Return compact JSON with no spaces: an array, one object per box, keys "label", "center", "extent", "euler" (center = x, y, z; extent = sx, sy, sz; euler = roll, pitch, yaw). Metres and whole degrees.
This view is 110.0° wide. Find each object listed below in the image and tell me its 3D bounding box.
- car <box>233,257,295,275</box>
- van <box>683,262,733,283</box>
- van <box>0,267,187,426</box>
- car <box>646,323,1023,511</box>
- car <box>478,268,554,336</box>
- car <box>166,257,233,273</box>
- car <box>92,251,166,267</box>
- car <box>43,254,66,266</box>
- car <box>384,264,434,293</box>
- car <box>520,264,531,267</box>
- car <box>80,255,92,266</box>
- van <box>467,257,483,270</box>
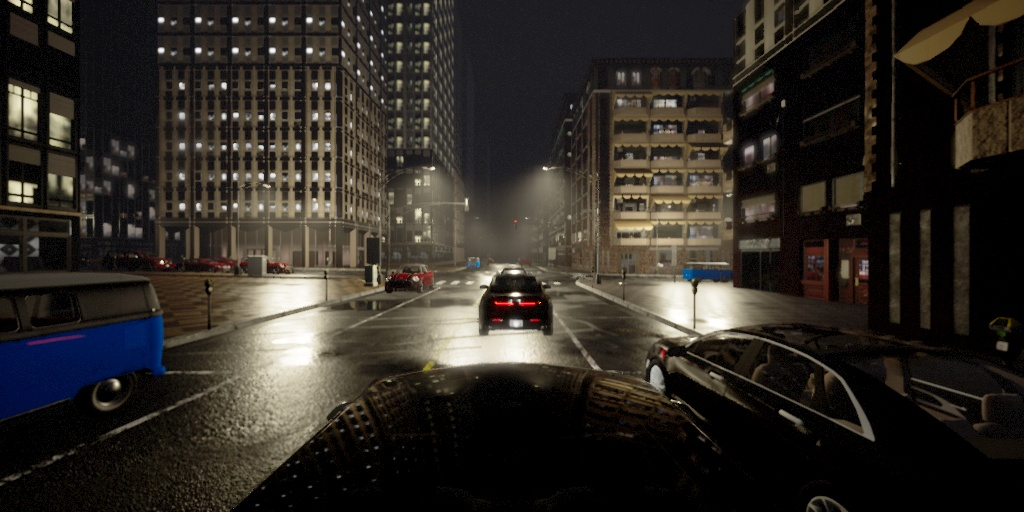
[{"label":"car","center":[-21.154,0.817,31.017],"extent":[4.097,1.591,1.967],"euler":[0,0,0]},{"label":"van","center":[16.905,1.453,30.977],"extent":[3.998,1.789,1.690],"euler":[0,0,0]},{"label":"van","center":[-5.689,1.090,3.308],"extent":[1.690,1.789,3.998],"euler":[0,0,0]},{"label":"car","center":[2.692,1.300,3.310],"extent":[2.007,1.370,4.403],"euler":[0,0,0]},{"label":"car","center":[0.099,1.254,10.393],"extent":[1.837,1.490,4.892],"euler":[0,0,0]},{"label":"car","center":[-26.728,0.852,31.003],"extent":[4.207,1.307,1.802],"euler":[0,0,0]},{"label":"car","center":[-32.302,0.478,30.989],"extent":[5.009,1.841,2.192],"euler":[0,0,0]},{"label":"car","center":[-49.115,0.393,39.327],"extent":[4.313,1.339,1.948],"euler":[0,0,0]},{"label":"car","center":[-5.694,1.189,20.254],"extent":[1.967,1.591,4.097],"euler":[0,0,0]},{"label":"car","center":[0.096,1.313,19.186],"extent":[1.994,1.385,4.181],"euler":[0,0,0]},{"label":"car","center":[-43.709,0.460,39.341],"extent":[4.829,1.417,1.751],"euler":[0,0,0]},{"label":"van","center":[-5.703,1.097,52.728],"extent":[1.690,1.789,3.998],"euler":[0,0,0]}]
